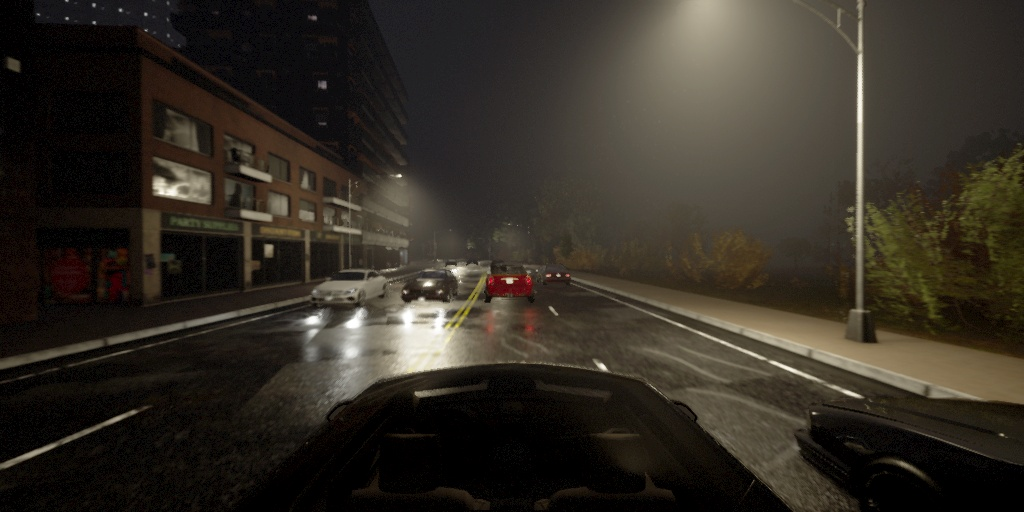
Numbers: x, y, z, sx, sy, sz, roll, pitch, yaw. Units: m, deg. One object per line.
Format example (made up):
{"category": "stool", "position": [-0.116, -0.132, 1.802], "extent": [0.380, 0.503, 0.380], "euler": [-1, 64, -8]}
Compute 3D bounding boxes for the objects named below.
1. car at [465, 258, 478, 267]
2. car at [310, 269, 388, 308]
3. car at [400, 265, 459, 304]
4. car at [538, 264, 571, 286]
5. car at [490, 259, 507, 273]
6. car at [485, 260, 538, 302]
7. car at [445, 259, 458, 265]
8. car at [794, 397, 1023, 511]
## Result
{"category": "car", "position": [-6.421, 0.934, 57.400], "extent": [1.994, 1.385, 4.181], "euler": [0, 0, -7]}
{"category": "car", "position": [-6.818, 1.292, 15.587], "extent": [1.812, 1.442, 4.674], "euler": [0, 0, -2]}
{"category": "car", "position": [-3.592, 1.304, 16.642], "extent": [2.033, 1.411, 5.357], "euler": [0, 0, -2]}
{"category": "car", "position": [2.804, 1.280, 25.166], "extent": [2.033, 1.411, 5.357], "euler": [0, 0, -3]}
{"category": "car", "position": [-1.770, 1.206, 44.465], "extent": [1.882, 1.535, 5.008], "euler": [0, 0, -5]}
{"category": "car", "position": [-0.160, 1.099, 17.128], "extent": [2.097, 1.767, 4.553], "euler": [0, 0, -2]}
{"category": "car", "position": [-9.646, 1.052, 57.002], "extent": [1.895, 1.301, 4.718], "euler": [0, 0, -7]}
{"category": "car", "position": [3.358, 1.288, 0.585], "extent": [2.033, 1.411, 5.357], "euler": [0, 0, 0]}
